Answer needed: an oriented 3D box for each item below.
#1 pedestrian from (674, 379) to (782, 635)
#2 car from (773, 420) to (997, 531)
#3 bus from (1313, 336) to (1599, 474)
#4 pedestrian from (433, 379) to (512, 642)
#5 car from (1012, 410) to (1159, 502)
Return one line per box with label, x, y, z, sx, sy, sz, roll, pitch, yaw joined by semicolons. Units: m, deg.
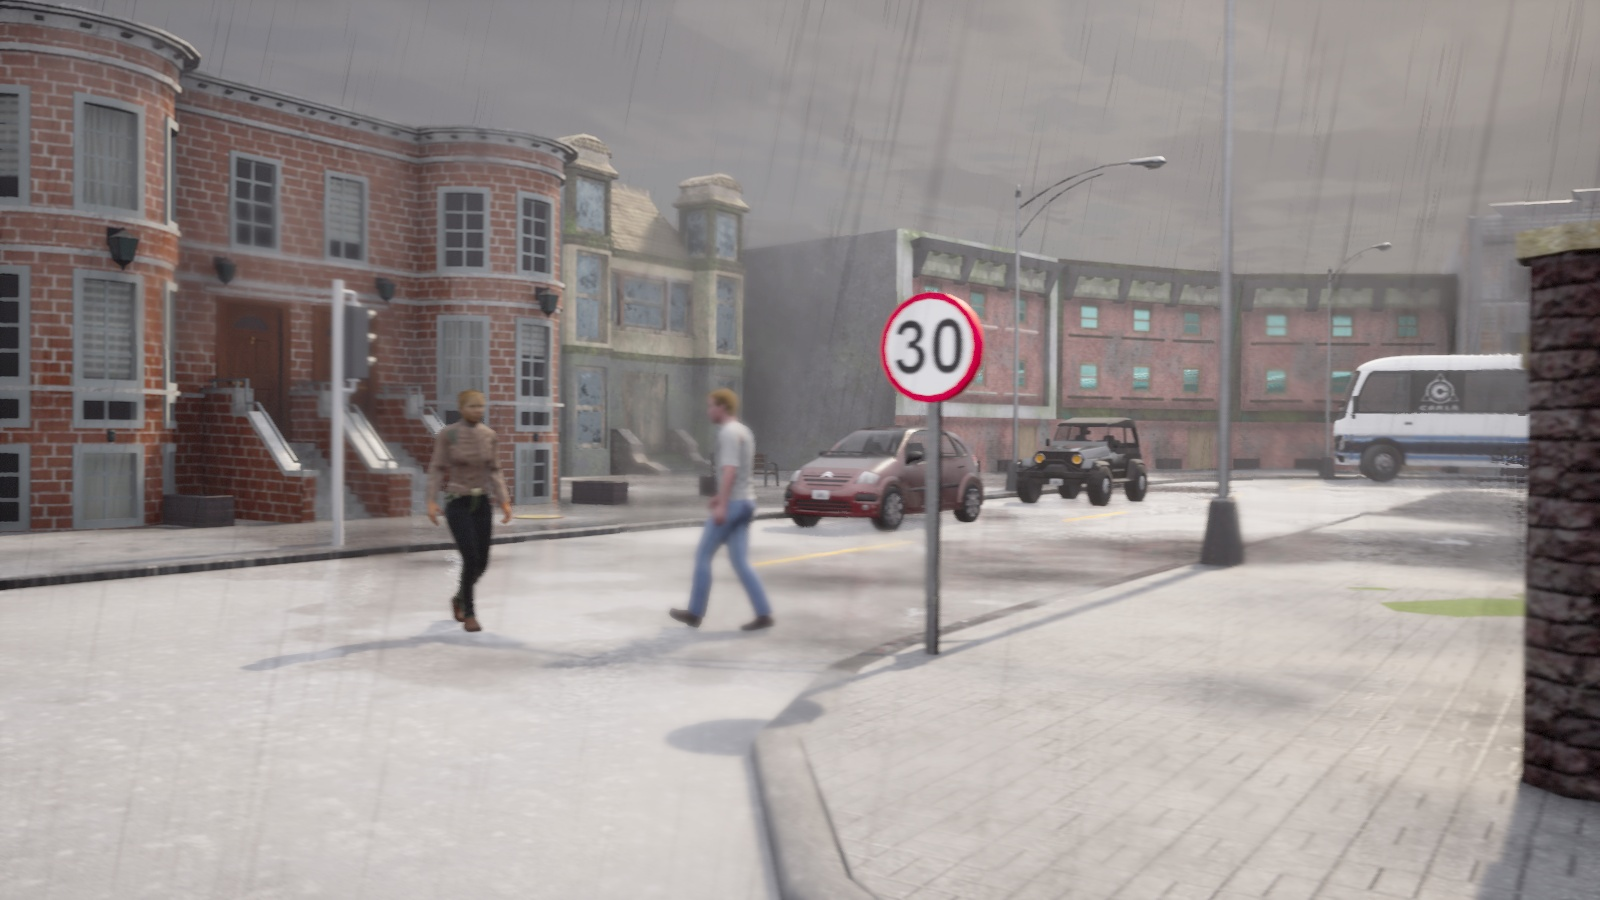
pedestrian;-0.528;0.406;9.262;0.706;1.836;0.354;0;1;15
car;1.471;0.335;20.302;1.851;1.617;3.988;0;1;34
bus;22.654;-1.440;41.754;10.273;4.253;3.944;0;1;21
pedestrian;-2.399;0.422;9.185;0.331;1.846;0.634;-1;1;-35
car;6.341;0.087;27.635;1.905;1.878;3.866;0;1;33
